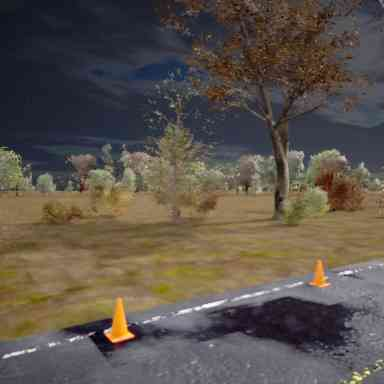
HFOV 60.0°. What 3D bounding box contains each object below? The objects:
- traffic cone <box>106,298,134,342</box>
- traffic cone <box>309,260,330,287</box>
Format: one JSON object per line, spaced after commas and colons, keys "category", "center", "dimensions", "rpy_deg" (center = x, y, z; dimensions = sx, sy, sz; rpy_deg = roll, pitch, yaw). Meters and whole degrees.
{"category": "traffic cone", "center": [-1.119, 1.941, 5.158], "dimensions": [0.340, 0.580, 0.340], "rpy_deg": [0, 0, -35]}
{"category": "traffic cone", "center": [3.069, 1.930, 7.998], "dimensions": [0.340, 0.580, 0.340], "rpy_deg": [0, 0, -33]}
